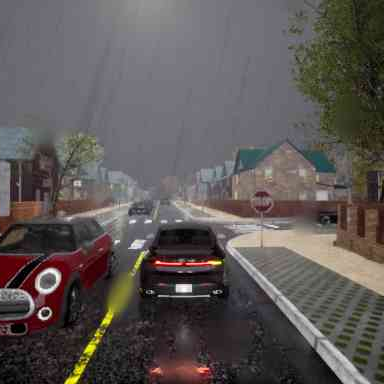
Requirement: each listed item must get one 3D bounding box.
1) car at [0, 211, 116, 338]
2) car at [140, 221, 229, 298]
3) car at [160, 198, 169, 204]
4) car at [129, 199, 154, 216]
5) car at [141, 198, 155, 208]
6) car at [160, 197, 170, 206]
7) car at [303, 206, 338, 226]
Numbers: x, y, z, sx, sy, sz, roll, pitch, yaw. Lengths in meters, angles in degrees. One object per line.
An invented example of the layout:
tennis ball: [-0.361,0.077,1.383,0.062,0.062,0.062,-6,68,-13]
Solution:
car: [-3.032,1.357,6.946,2.097,1.767,4.553,0,0,-1]
car: [-0.163,1.515,8.501,1.837,1.490,4.892,0,0,0]
car: [-5.991,1.883,72.936,1.895,1.301,4.718,0,-1,-5]
car: [-5.113,1.639,32.922,1.994,1.385,4.181,0,0,-5]
car: [-7.016,1.760,53.734,2.033,1.411,5.357,0,0,-5]
car: [-5.021,1.793,62.534,1.837,1.490,4.892,0,0,-5]
car: [10.167,1.575,22.770,4.718,1.301,1.895,0,-1,-7]
